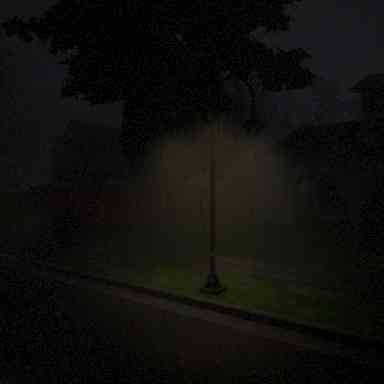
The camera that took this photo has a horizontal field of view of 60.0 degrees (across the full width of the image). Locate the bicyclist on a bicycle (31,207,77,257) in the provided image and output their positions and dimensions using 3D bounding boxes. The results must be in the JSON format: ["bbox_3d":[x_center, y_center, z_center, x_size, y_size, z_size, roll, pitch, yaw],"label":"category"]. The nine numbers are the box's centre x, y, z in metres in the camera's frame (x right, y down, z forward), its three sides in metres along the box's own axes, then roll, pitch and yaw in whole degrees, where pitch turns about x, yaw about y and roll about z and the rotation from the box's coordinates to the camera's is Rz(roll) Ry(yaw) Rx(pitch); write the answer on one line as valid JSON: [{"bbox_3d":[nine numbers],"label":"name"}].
[{"bbox_3d":[-4.597,1.331,11.205,0.582,1.620,1.656,0,-1,36],"label":"bicyclist on a bicycle"}]
